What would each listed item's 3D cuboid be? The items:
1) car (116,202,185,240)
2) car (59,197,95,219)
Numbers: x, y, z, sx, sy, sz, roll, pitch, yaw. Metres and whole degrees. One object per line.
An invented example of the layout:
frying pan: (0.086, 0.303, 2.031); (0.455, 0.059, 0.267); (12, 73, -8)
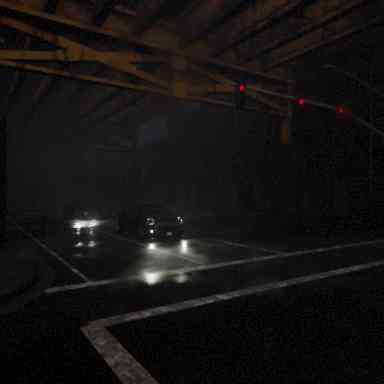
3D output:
car: (-2.265, 1.350, 17.260); (2.097, 1.767, 4.553); (0, 0, -33)
car: (-9.929, 1.485, 29.021); (2.128, 1.511, 4.902); (0, 1, -33)
